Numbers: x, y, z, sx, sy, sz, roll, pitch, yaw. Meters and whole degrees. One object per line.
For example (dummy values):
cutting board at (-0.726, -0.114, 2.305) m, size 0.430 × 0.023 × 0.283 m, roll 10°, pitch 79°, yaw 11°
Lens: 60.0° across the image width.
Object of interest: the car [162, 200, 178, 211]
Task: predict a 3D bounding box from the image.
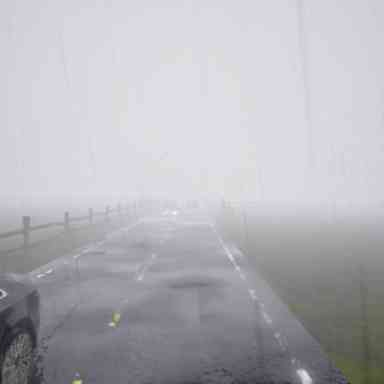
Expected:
car at (-2.834, 1.752, 43.691) m, size 1.994 × 1.385 × 4.181 m, roll 0°, pitch 0°, yaw 0°

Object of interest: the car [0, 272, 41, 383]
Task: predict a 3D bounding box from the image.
car at (-2.849, 1.501, 2.338) m, size 2.128 × 1.511 × 4.902 m, roll 0°, pitch 0°, yaw 0°

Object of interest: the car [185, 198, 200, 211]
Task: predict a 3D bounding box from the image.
car at (0.061, 1.794, 44.896) m, size 1.895 × 1.301 × 4.718 m, roll 0°, pitch 0°, yaw 0°

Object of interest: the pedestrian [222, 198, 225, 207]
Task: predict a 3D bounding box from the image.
pedestrian at (2.825, 1.445, 30.515) m, size 0.375 × 1.860 × 0.375 m, roll 1°, pitch -1°, yaw -2°

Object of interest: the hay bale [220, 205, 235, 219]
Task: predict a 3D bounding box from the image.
hay bale at (3.118, 1.779, 29.408) m, size 1.220 × 1.180 × 1.240 m, roll -1°, pitch -1°, yaw 0°

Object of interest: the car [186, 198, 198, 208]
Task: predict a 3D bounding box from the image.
car at (0.000, 1.717, 54.821) m, size 1.882 × 1.535 × 5.008 m, roll 0°, pitch 0°, yaw 0°
